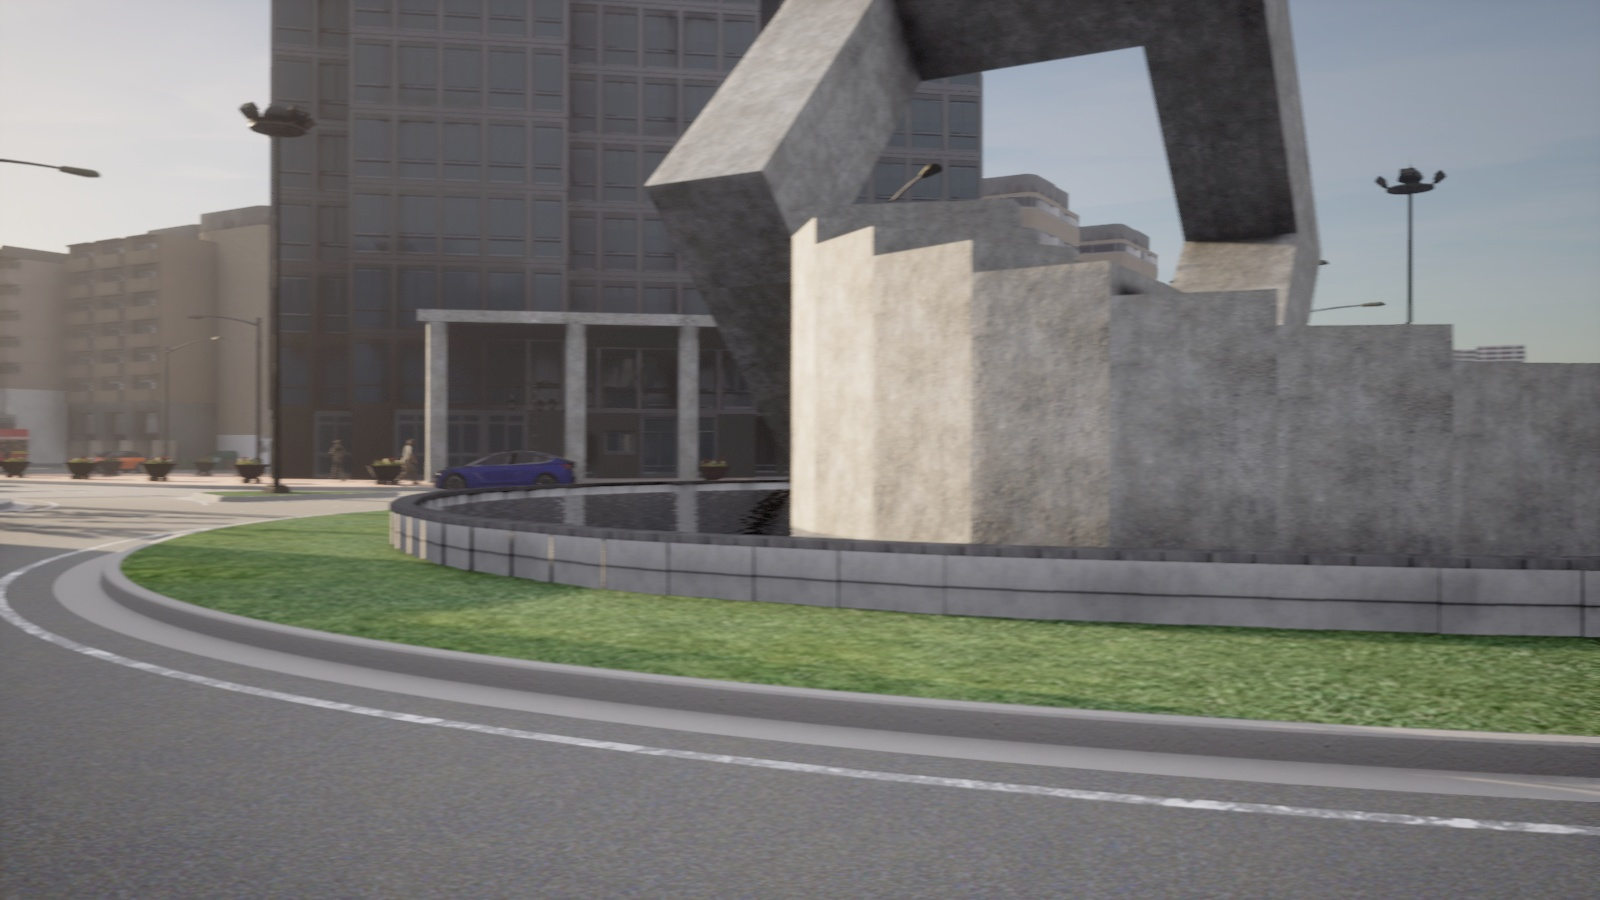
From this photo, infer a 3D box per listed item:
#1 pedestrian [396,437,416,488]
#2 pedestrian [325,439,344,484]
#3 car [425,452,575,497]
[{"bbox_3d":[-14.615,0.460,46.556,0.694,1.848,0.540,0,0,-19],"label":"pedestrian"},{"bbox_3d":[-20.059,0.505,54.082,0.692,1.930,0.396,0,0,26],"label":"pedestrian"},{"bbox_3d":[-10.207,0.802,43.068,4.792,1.488,2.163,0,0,-8],"label":"car"}]
